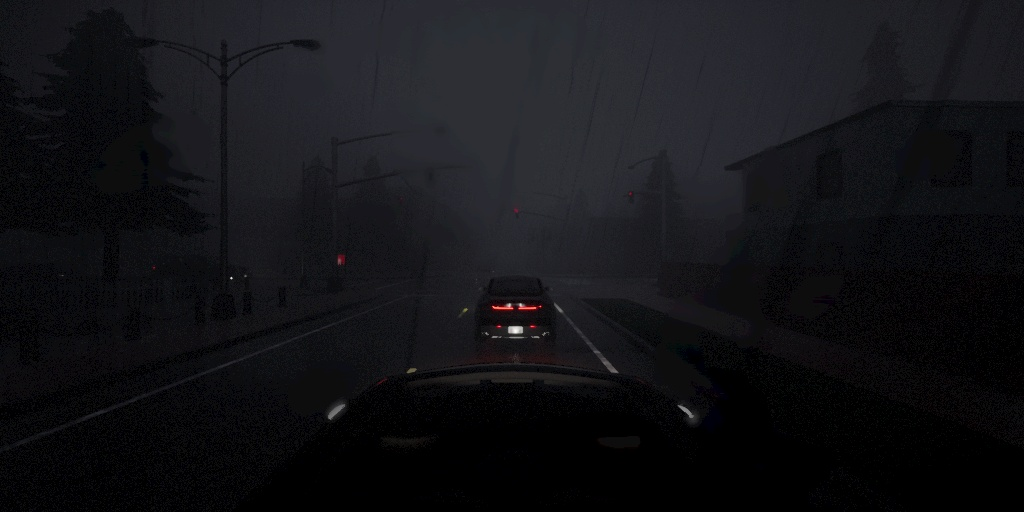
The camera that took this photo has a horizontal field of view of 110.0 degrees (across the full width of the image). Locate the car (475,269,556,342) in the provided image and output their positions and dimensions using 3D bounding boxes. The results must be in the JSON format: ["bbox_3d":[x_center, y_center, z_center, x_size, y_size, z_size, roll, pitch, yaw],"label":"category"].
[{"bbox_3d":[0.092,1.255,9.715,1.837,1.490,4.892,0,0,0],"label":"car"}]

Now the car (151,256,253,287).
[{"bbox_3d":[-20.665,0.987,24.025,5.566,2.045,2.150,0,0,-1],"label":"car"}]

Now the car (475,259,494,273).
[{"bbox_3d":[-3.496,1.276,44.164,1.812,1.442,4.674,0,0,-1],"label":"car"}]

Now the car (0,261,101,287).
[{"bbox_3d":[-31.103,1.257,23.748,4.902,1.511,2.128,0,0,-1],"label":"car"}]

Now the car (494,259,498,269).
[{"bbox_3d":[-3.461,1.276,54.300,1.812,1.442,4.674,0,0,0],"label":"car"}]
